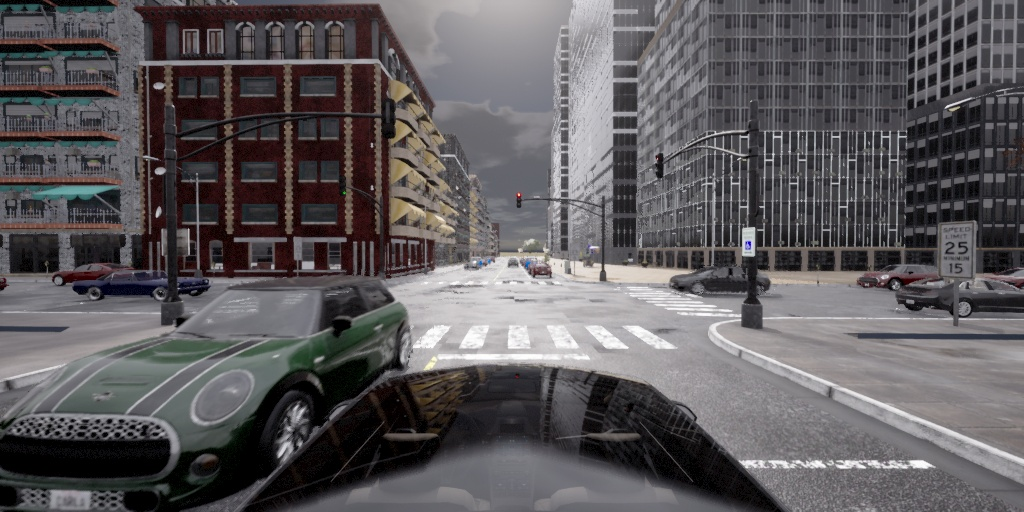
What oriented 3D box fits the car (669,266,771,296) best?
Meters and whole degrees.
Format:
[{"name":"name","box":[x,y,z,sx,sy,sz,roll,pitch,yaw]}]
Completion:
[{"name":"car","box":[10.965,1.280,19.077,4.892,1.490,1.837,0,1,1]}]

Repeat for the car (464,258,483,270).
[{"name":"car","box":[-5.584,1.267,50.337,1.948,1.339,4.313,0,0,0]}]

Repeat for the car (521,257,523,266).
[{"name":"car","box":[2.777,1.238,55.998,1.888,1.381,4.507,0,0,0]}]

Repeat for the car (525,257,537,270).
[{"name":"car","box":[2.739,1.157,39.060,1.967,1.591,4.097,0,0,0]}]

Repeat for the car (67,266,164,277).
[{"name":"car","box":[-16.643,1.299,16.315,4.718,1.301,1.895,0,1,1]}]

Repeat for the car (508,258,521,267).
[{"name":"car","box":[0.238,1.279,64.056,1.895,1.301,4.718,0,0,0]}]

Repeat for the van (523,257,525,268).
[{"name":"van","box":[2.765,1.042,50.352,1.690,1.789,3.998,0,0,0]}]

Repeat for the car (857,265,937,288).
[{"name":"car","box":[23.418,1.229,21.609,4.097,1.591,1.967,0,0,1]}]

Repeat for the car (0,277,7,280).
[{"name":"car","box":[-22.597,1.259,13.704,4.507,1.381,1.888,0,0,1]}]

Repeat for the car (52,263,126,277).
[{"name":"car","box":[-25.811,1.109,22.368,4.507,1.381,1.888,0,0,1]}]

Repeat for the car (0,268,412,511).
[{"name":"car","box":[-2.966,1.100,4.736,2.097,1.767,4.553,0,0,3]}]

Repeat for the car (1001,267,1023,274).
[{"name":"car","box":[27.339,1.328,18.812,5.008,1.535,1.882,0,1,1]}]

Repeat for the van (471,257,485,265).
[{"name":"van","box":[-5.572,1.033,55.983,1.690,1.789,3.998,0,0,0]}]

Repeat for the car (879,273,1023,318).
[{"name":"car","box":[16.740,1.445,13.076,4.403,1.370,2.007,0,0,1]}]

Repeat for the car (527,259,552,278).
[{"name":"car","box":[2.727,1.270,33.414,1.888,1.381,4.507,0,0,0]}]

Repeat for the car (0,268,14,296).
[{"name":"car","box":[-26.522,1.254,16.475,4.718,1.301,1.895,0,1,1]}]
